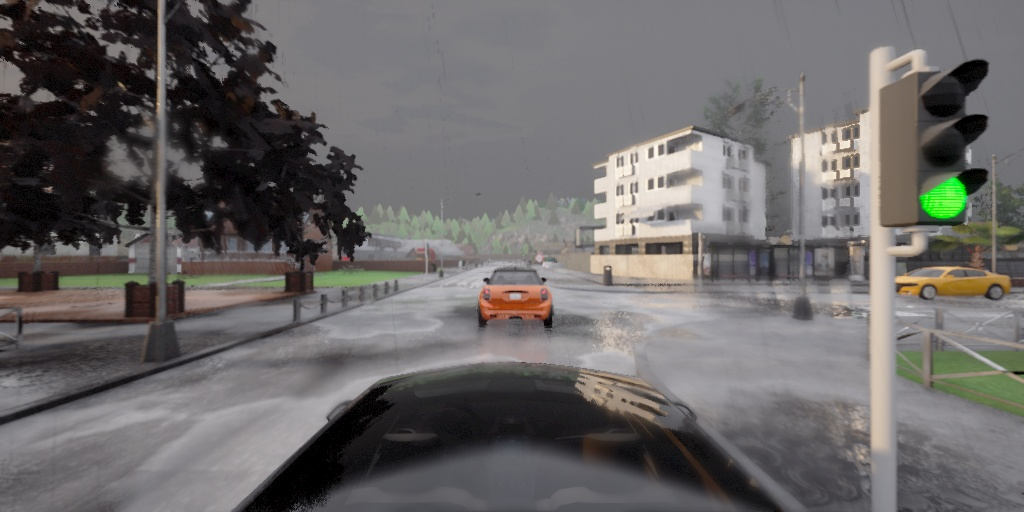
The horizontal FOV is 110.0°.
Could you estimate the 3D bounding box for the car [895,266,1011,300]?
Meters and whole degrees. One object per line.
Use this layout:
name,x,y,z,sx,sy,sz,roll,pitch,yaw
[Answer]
car,20.760,1.259,17.374,5.008,1.535,1.882,0,0,0

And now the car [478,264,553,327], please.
car,0.098,1.121,11.817,2.097,1.767,4.553,0,0,0
